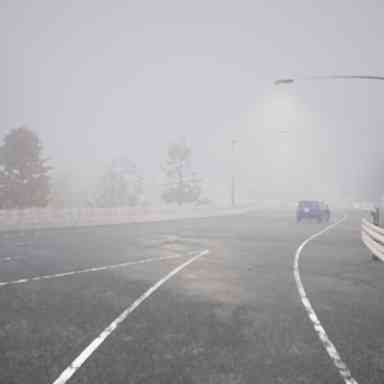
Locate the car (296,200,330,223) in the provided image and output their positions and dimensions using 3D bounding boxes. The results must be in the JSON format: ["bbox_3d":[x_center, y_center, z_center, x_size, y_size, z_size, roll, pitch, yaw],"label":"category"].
[{"bbox_3d":[11.341,1.764,31.042,2.150,2.045,5.566,0,-1,32],"label":"car"}]

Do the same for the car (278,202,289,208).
[{"bbox_3d":[20.535,2.813,74.718,1.895,1.301,4.718,1,-1,9],"label":"car"}]
